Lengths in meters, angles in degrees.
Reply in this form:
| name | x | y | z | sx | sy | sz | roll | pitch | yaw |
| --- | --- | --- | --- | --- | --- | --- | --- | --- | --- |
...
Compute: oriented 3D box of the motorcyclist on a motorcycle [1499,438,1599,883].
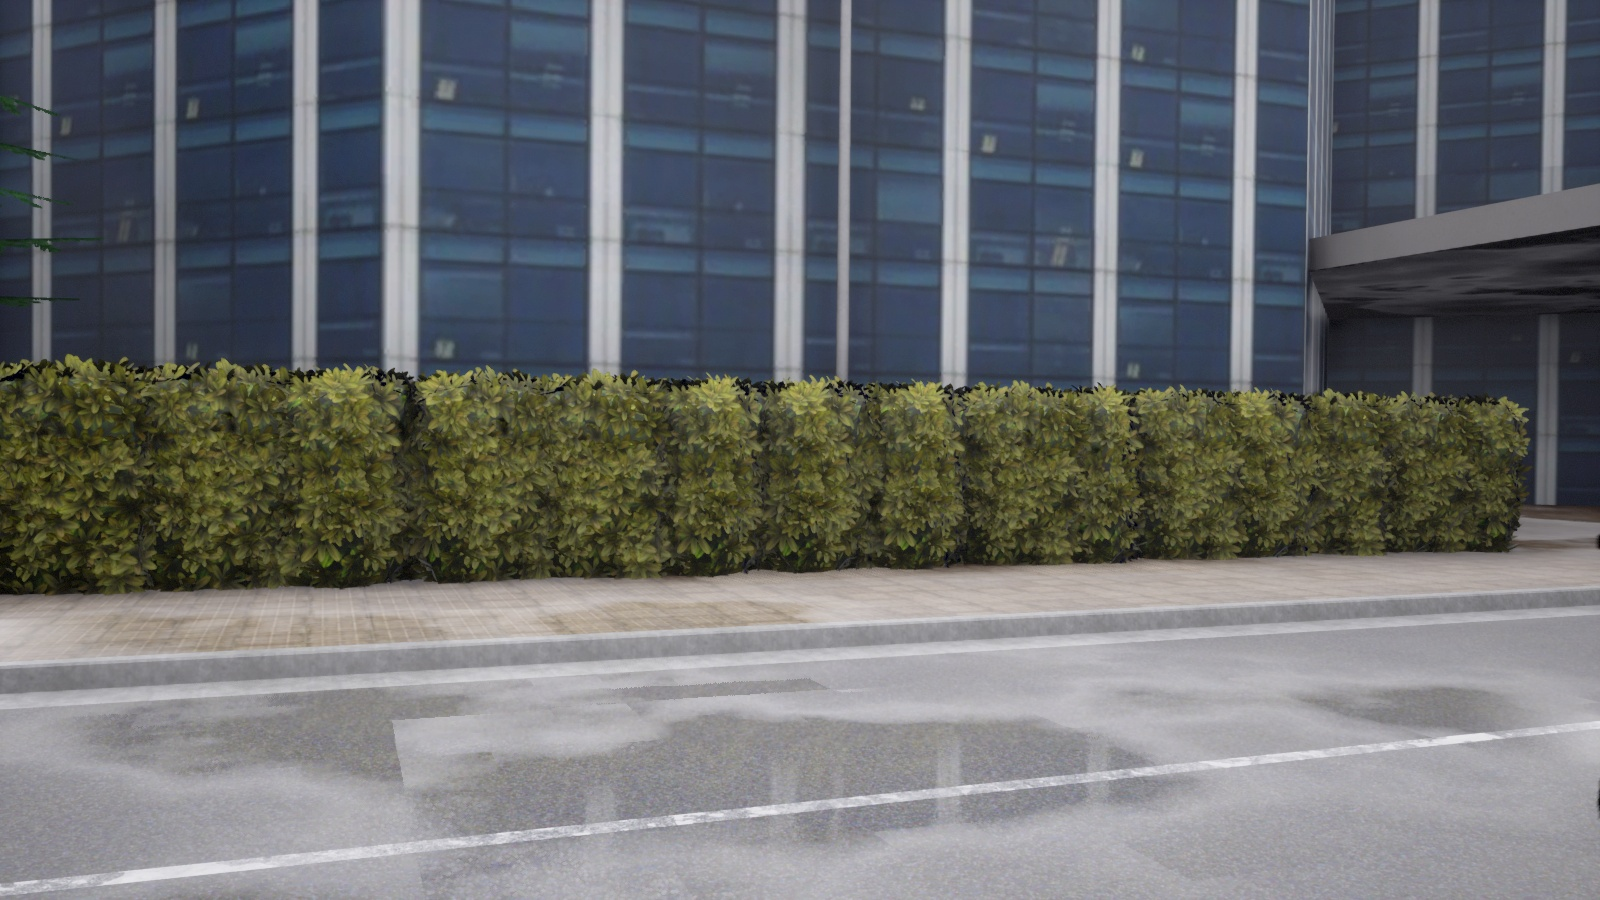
| name | x | y | z | sx | sy | sz | roll | pitch | yaw |
| --- | --- | --- | --- | --- | --- | --- | --- | --- | --- |
| motorcyclist on a motorcycle | 3.795 | 0.716 | 4.680 | 2.191 | 1.530 | 0.866 | -1 | 1 | -21 |
